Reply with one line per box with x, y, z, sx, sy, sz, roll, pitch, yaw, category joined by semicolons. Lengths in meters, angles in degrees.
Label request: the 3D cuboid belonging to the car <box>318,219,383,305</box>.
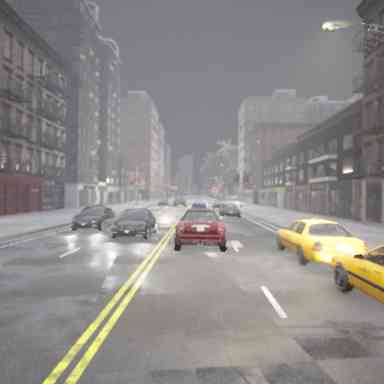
4.333;1.578;6.273;1.801;1.575;5.366;1;-1;1;car

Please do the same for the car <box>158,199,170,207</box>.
-5.299;2.003;63.057;2.033;1.411;5.357;1;0;1;car

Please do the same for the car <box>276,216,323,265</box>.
4.449;1.639;12.271;1.801;1.575;5.366;1;-1;1;car

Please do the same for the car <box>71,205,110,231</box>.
-6.198;1.627;21.457;1.837;1.490;4.892;1;0;1;car

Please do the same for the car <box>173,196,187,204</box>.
-2.127;1.700;59.817;2.150;2.045;5.566;1;0;2;car

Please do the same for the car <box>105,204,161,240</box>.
-3.015;1.641;18.057;1.837;1.490;4.892;1;-1;1;car

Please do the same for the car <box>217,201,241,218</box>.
3.950;1.930;34.757;1.994;1.385;4.181;1;-1;2;car

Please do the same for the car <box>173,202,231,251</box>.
0.382;1.508;15.189;2.097;1.767;4.553;1;-1;1;car
